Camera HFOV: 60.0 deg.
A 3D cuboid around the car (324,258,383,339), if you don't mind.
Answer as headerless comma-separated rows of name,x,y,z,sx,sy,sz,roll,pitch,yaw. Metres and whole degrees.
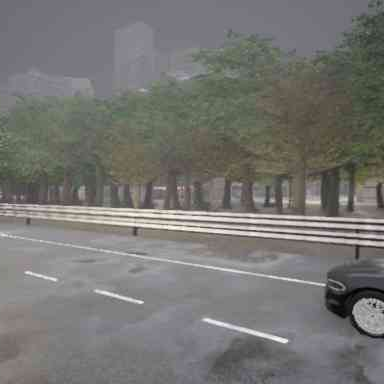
car,4.604,1.495,4.884,5.008,1.535,1.882,0,0,35
